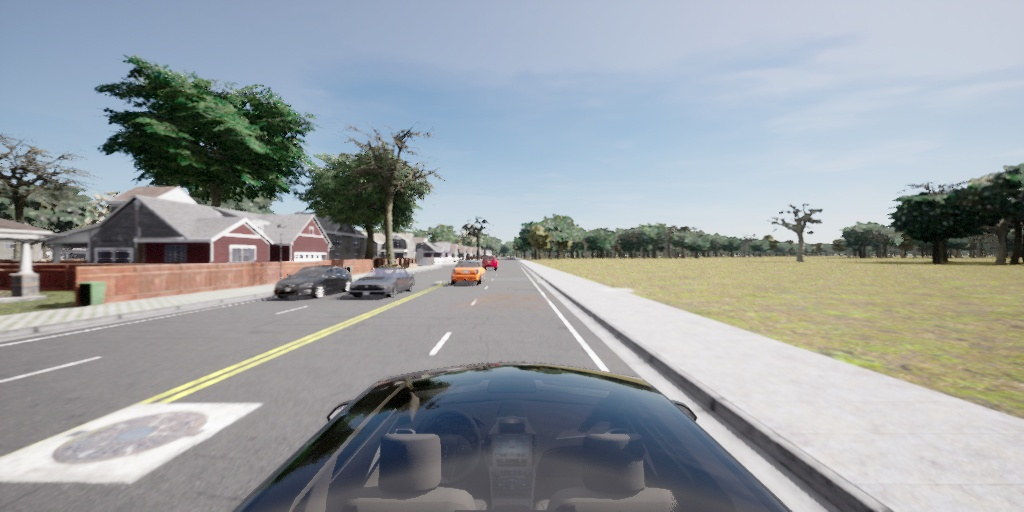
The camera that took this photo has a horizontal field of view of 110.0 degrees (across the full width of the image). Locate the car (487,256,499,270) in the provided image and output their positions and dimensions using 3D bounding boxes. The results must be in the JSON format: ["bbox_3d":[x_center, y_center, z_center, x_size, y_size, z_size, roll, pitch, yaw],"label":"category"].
[{"bbox_3d":[-3.148,0.967,51.614,2.150,2.045,5.566,0,0,0],"label":"car"}]

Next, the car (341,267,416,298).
[{"bbox_3d":[-6.504,1.297,18.671,2.033,1.411,5.357,0,0,0],"label":"car"}]

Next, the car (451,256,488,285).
[{"bbox_3d":[-3.147,1.102,26.587,2.097,1.767,4.553,0,0,0],"label":"car"}]

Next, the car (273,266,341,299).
[{"bbox_3d":[-9.760,1.257,18.059,1.837,1.490,4.892,0,0,0],"label":"car"}]
